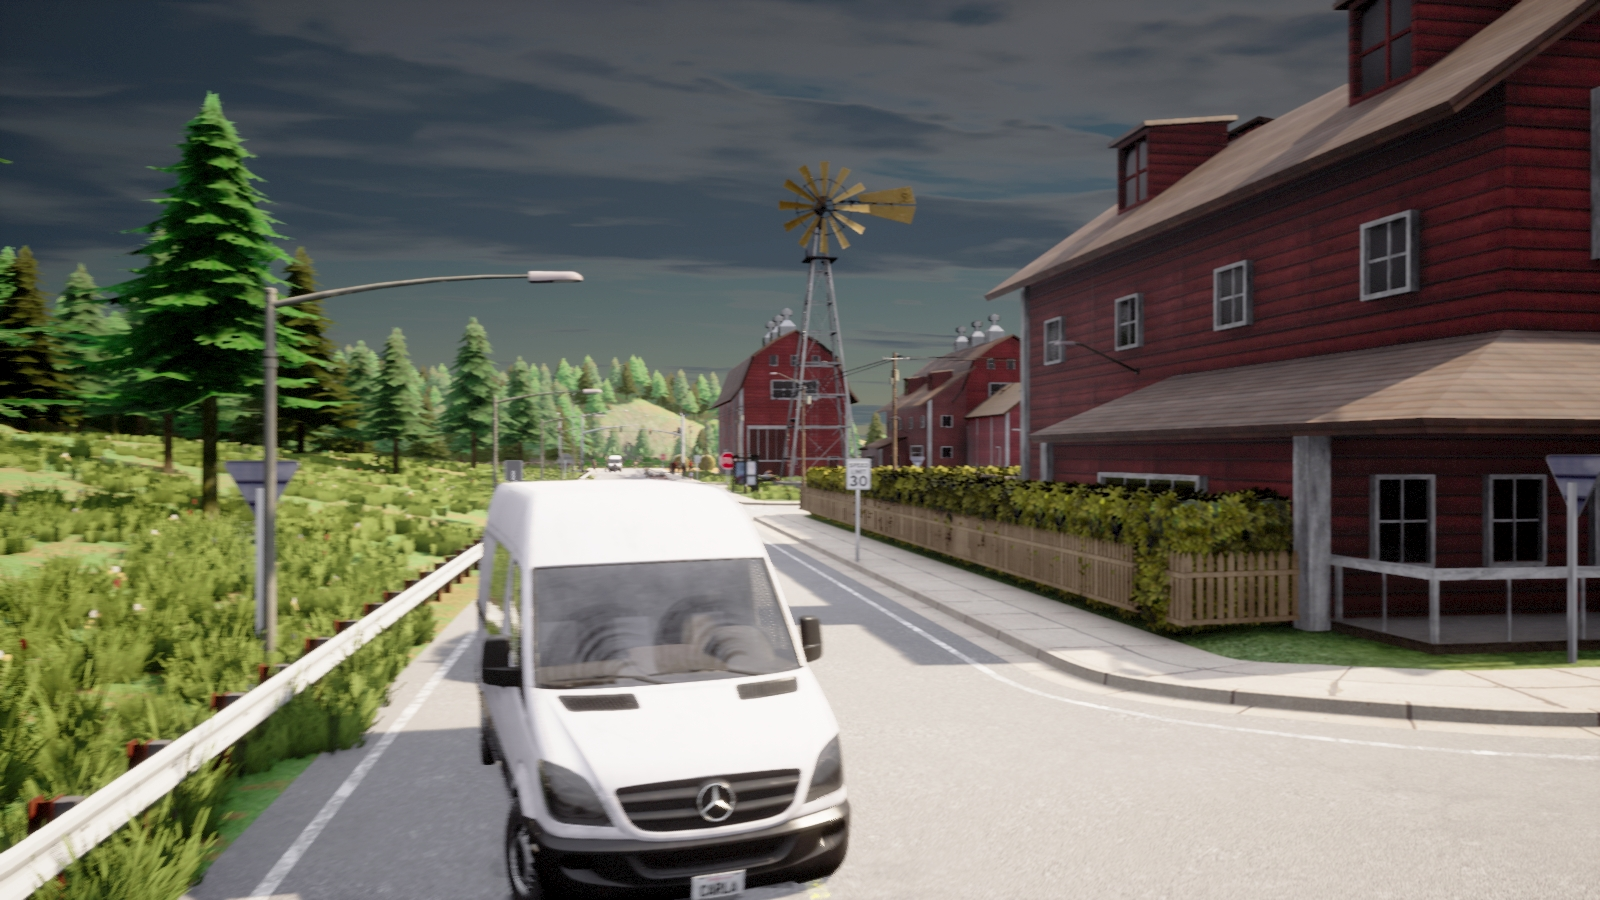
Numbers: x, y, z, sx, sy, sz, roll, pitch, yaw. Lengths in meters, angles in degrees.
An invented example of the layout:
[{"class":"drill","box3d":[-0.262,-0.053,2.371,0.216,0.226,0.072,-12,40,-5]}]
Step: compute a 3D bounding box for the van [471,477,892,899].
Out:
[{"class":"van","box3d":[-1.398,1.551,9.086,1.988,2.561,5.915,-1,0,-19]}]
